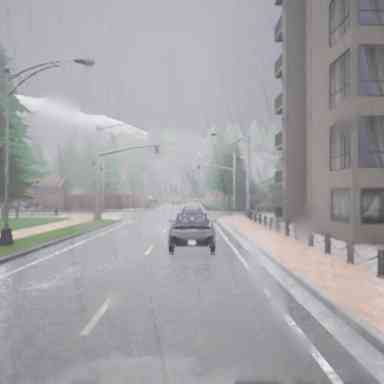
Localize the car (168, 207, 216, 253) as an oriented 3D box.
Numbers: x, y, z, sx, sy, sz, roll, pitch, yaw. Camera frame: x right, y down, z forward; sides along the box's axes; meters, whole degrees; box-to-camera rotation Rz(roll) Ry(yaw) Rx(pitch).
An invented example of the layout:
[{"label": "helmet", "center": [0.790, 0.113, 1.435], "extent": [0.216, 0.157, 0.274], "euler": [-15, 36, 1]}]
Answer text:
[{"label": "car", "center": [0.007, 1.628, 14.312], "extent": [2.128, 1.511, 4.902], "euler": [0, 0, 0]}]

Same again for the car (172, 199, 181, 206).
[{"label": "car", "center": [-3.480, 2.215, 73.279], "extent": [2.128, 1.511, 4.902], "euler": [0, -1, 0]}]

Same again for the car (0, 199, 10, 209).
[{"label": "car", "center": [-27.511, 1.632, 50.035], "extent": [1.905, 1.878, 3.866], "euler": [0, -1, -1]}]

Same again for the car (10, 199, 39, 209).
[{"label": "car", "center": [-25.006, 1.635, 50.481], "extent": [1.932, 1.855, 4.605], "euler": [0, -1, -1]}]

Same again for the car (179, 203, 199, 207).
[{"label": "car", "center": [-0.009, 1.876, 29.108], "extent": [1.895, 1.301, 4.718], "euler": [0, -1, -1]}]

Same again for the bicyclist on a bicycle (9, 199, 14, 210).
[{"label": "bicyclist on a bicycle", "center": [-24.544, 1.690, 45.036], "extent": [0.582, 1.620, 1.656], "euler": [0, -1, -1]}]
